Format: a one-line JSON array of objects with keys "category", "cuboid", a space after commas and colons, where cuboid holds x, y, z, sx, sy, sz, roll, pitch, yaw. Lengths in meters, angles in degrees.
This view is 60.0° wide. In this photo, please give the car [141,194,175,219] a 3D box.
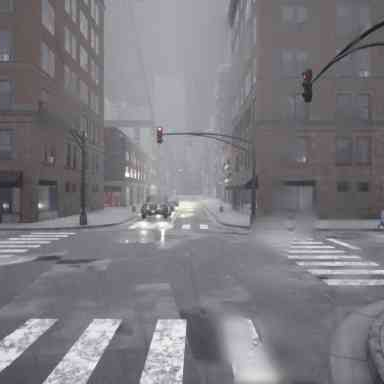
[{"category": "car", "cuboid": [-3.072, 1.236, 29.834, 2.150, 2.045, 5.566, 0, 0, 2]}]

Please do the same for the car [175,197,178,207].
[{"category": "car", "cuboid": [-3.082, 1.546, 40.126, 1.812, 1.442, 4.674, 0, 0, 0]}]

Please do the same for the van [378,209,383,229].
[{"category": "van", "cuboid": [12.064, 1.358, 17.445, 3.998, 1.788, 1.690, 0, 0, 0]}]
